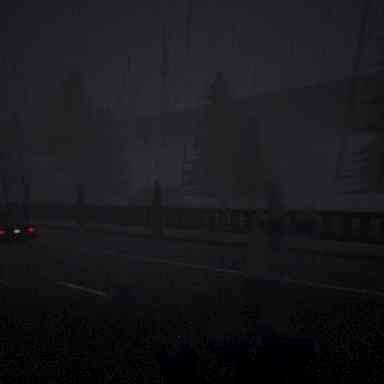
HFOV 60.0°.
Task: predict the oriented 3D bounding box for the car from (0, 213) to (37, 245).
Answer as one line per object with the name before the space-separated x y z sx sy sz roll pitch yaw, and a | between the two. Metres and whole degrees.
car | -9.048 1.638 14.751 5.357 1.411 2.033 0 0 35
